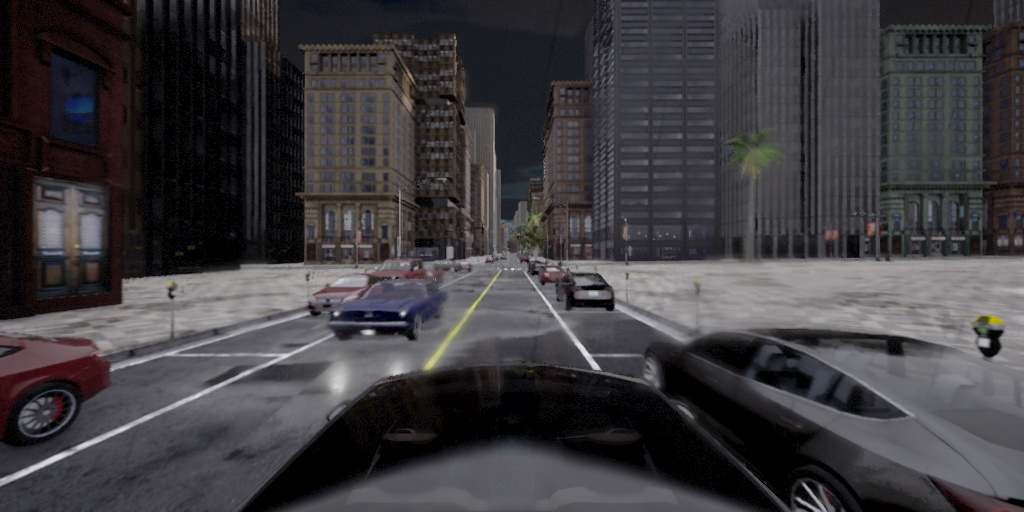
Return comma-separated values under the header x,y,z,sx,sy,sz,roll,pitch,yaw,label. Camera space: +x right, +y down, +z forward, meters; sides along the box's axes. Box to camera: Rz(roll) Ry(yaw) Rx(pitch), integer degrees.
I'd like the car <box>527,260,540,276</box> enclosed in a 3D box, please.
x,y,z,sx,sy,sz,roll,pitch,yaw,label
2.777,1.265,35.842,1.948,1.339,4.313,0,0,0,car

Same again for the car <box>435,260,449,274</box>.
x,y,z,sx,sy,sz,roll,pitch,yaw,label
-5.753,1.169,23.886,1.967,1.591,4.097,0,0,0,car

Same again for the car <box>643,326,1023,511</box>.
x,y,z,sx,sy,sz,roll,pitch,yaw,label
2.764,1.315,3.439,1.948,1.339,4.313,0,0,0,car

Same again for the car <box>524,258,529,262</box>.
x,y,z,sx,sy,sz,roll,pitch,yaw,label
2.781,1.238,43.208,1.948,1.339,4.313,0,0,0,car

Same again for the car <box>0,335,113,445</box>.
x,y,z,sx,sy,sz,roll,pitch,yaw,label
-5.761,1.332,2.681,1.802,1.307,4.207,0,0,0,car

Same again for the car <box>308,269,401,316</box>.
x,y,z,sx,sy,sz,roll,pitch,yaw,label
-5.757,1.325,13.283,1.802,1.307,4.207,0,0,0,car

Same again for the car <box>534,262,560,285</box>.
x,y,z,sx,sy,sz,roll,pitch,yaw,label
2.773,1.309,25.039,1.802,1.307,4.207,0,0,0,car

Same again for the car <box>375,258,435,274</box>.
x,y,z,sx,sy,sz,roll,pitch,yaw,label
-5.755,1.053,18.584,2.192,1.841,5.009,0,0,0,car

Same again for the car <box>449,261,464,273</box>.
x,y,z,sx,sy,sz,roll,pitch,yaw,label
-7.476,1.082,37.298,4.403,1.370,2.007,0,0,-9,car

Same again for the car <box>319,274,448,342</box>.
x,y,z,sx,sy,sz,roll,pitch,yaw,label
-3.098,1.347,9.957,1.895,1.301,4.718,0,0,0,car

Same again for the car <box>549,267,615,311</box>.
x,y,z,sx,sy,sz,roll,pitch,yaw,label
2.768,1.308,14.239,1.948,1.339,4.313,0,0,0,car

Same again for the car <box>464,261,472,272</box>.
x,y,z,sx,sy,sz,roll,pitch,yaw,label
-5.745,1.255,43.216,1.802,1.307,4.207,0,0,0,car
